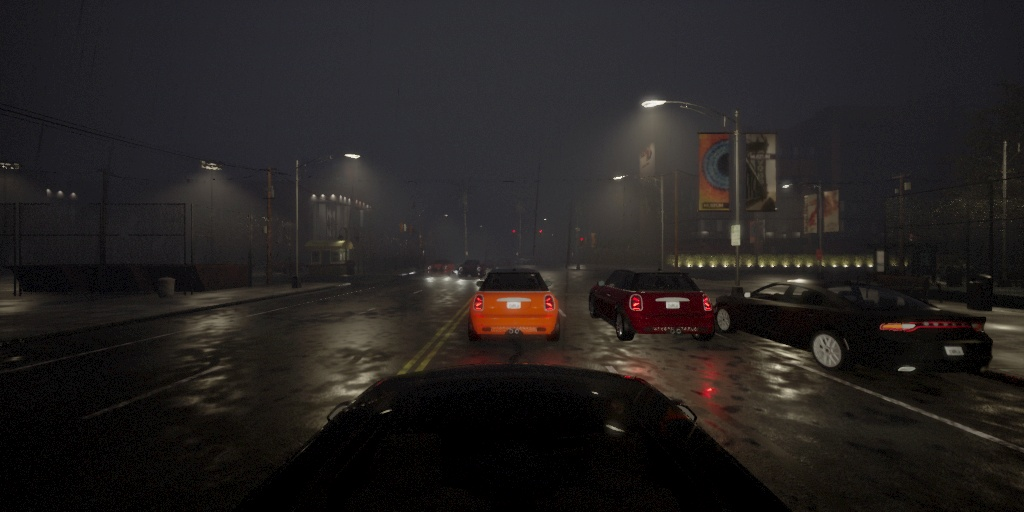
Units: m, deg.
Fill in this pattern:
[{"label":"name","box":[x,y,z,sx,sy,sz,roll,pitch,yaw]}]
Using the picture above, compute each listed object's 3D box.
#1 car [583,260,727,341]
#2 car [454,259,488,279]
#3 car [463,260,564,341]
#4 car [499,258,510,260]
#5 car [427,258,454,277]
[{"label":"car","box":[3.561,1.102,10.028,2.097,1.767,4.553,0,0,0]},{"label":"car","box":[-3.597,1.102,32.544,2.097,1.767,4.553,0,0,0]},{"label":"car","box":[0.061,1.102,10.011,2.097,1.767,4.553,0,0,0]},{"label":"car","box":[-1.513,1.103,64.682,2.097,1.767,4.553,0,0,17]},{"label":"car","box":[-7.087,1.102,36.216,2.097,1.767,4.553,0,0,0]}]
